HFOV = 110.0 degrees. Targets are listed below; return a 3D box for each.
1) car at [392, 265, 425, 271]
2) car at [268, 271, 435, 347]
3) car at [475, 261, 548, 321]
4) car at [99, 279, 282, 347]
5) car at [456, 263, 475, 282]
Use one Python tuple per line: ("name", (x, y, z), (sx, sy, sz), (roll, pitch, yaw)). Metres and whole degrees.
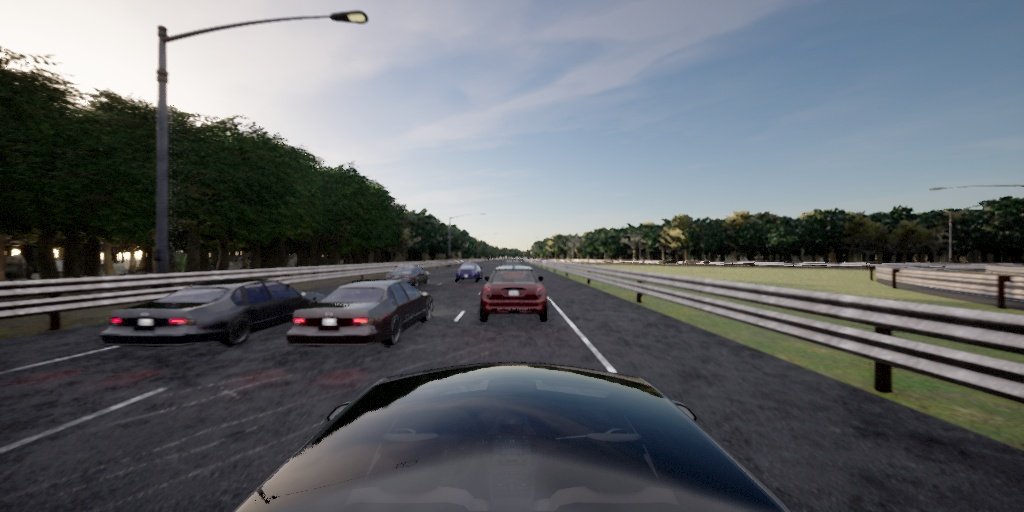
("car", (-6.958, 1.329, 24.347), (2.033, 1.411, 5.357), (0, 0, 0))
("car", (-3.455, 1.306, 9.339), (2.033, 1.411, 5.357), (0, 0, 1))
("car", (0.066, 1.114, 12.718), (2.097, 1.767, 4.553), (0, 0, 0))
("car", (-6.953, 1.305, 9.339), (2.033, 1.411, 5.357), (0, 0, 1))
("car", (-3.424, 1.315, 29.102), (1.812, 1.442, 4.674), (0, 0, 0))
